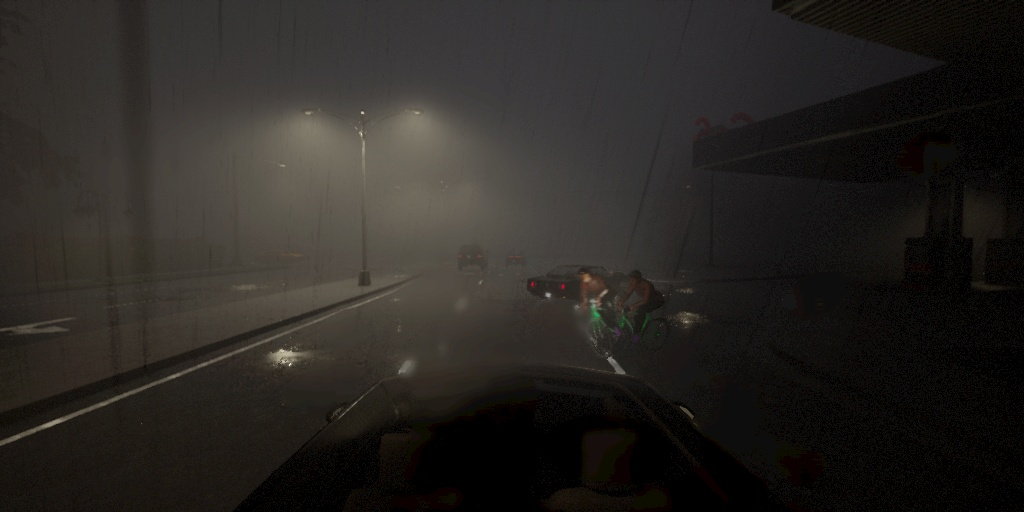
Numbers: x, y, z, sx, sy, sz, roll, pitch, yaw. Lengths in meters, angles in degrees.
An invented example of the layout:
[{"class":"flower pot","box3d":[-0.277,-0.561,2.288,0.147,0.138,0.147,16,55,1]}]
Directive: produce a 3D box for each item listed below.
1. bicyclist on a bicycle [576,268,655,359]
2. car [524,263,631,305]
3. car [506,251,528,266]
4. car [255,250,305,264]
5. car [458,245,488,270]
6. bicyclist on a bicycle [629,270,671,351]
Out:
[{"class":"bicyclist on a bicycle","box3d":[1.679,0.980,6.651,1.656,1.620,0.582,-6,-20,-47]},{"class":"car","box3d":[2.805,0.983,13.815,1.895,1.301,4.718,1,2,44]},{"class":"car","box3d":[0.531,0.204,35.843,2.128,1.511,4.902,0,2,8]},{"class":"car","box3d":[-25.972,0.052,40.225,5.008,1.535,1.882,0,2,0]},{"class":"car","box3d":[-3.350,0.073,31.238,2.150,2.045,5.566,0,2,0]},{"class":"bicyclist on a bicycle","box3d":[2.320,1.061,6.588,1.656,1.620,0.582,-2,11,-21]}]
